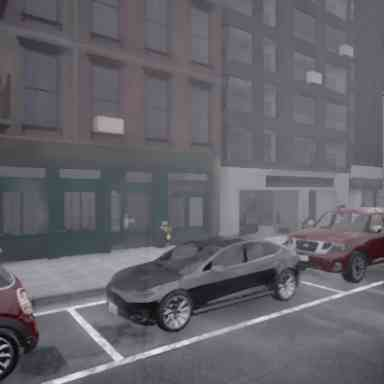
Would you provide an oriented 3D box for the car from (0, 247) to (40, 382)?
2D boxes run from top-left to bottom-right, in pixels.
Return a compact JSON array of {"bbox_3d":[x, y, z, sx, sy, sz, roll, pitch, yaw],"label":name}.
[{"bbox_3d":[-4.034,1.428,3.664,4.097,1.590,1.967,1,-1,-35],"label":"car"}]

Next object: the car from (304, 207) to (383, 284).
[{"bbox_3d":[4.936,1.409,10.059,5.009,1.841,2.192,1,-1,-35],"label":"car"}]

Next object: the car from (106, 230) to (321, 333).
[{"bbox_3d":[0.450,1.607,6.859,4.313,1.339,1.947,1,-1,-35],"label":"car"}]
